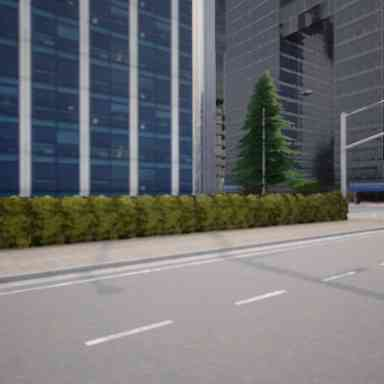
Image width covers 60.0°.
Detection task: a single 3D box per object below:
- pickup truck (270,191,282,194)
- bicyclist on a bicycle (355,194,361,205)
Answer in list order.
[{"bbox_3d":[17.656,0.934,69.891,2.390,2.098,6.274,0,0,-6],"label":"pickup truck"},{"bbox_3d":[24.973,1.187,50.101,1.656,1.620,0.582,-1,0,-36],"label":"bicyclist on a bicycle"}]
